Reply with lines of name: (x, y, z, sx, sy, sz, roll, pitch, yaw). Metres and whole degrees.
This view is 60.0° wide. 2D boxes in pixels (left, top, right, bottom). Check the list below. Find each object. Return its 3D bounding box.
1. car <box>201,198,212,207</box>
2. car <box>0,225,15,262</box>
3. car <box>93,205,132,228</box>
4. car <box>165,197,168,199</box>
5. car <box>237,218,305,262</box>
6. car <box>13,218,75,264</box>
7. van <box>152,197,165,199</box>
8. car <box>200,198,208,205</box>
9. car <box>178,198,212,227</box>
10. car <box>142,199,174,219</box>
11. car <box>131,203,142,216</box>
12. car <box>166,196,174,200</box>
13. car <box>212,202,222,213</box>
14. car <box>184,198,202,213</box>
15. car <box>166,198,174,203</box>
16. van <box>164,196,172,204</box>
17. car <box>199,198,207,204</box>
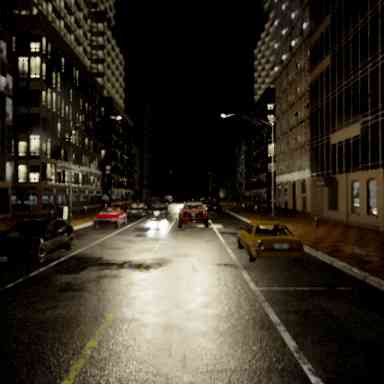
car: (2.680, 1.896, 63.394, 1.967, 1.590, 4.097, 0, 0, 0)
car: (-5.688, 1.602, 6.485, 2.008, 1.369, 4.403, 0, 0, 0)
car: (-5.692, 1.759, 23.560, 1.802, 1.307, 4.206, 0, 0, 0)
car: (-5.700, 2.000, 57.714, 1.802, 1.307, 4.206, 0, 0, 0)
car: (2.691, 1.620, 12.336, 1.752, 1.417, 4.829, 0, 0, 0)
car: (-5.690, 1.659, 12.177, 1.947, 1.339, 4.313, 0, 0, 0)
van: (-5.698, 1.720, 52.024, 1.690, 1.788, 3.998, 0, 0, 0)
car: (2.677, 2.114, 74.777, 1.802, 1.307, 4.206, 0, 0, 0)
car: (0.096, 1.533, 24.165, 2.097, 1.767, 4.553, 0, 0, 0)
car: (-3.097, 1.726, 31.629, 2.128, 1.511, 4.902, 0, 0, 0)
car: (-5.695, 1.809, 34.946, 2.008, 1.369, 4.403, 0, 0, 0)
car: (-5.703, 1.973, 74.790, 1.967, 1.590, 4.097, 0, 0, 0)
car: (2.685, 1.864, 40.627, 1.947, 1.339, 4.313, 0, 0, 0)
car: (0.091, 1.655, 41.303, 2.097, 1.767, 4.553, 0, 0, 0)
car: (-5.706, 2.174, 86.175, 1.947, 1.339, 4.313, 0, 0, 0)
van: (-5.704, 1.911, 80.484, 1.690, 1.788, 3.998, 0, 0, 0)
car: (2.676, 2.096, 80.640, 1.752, 1.417, 4.829, 0, 0, 0)
